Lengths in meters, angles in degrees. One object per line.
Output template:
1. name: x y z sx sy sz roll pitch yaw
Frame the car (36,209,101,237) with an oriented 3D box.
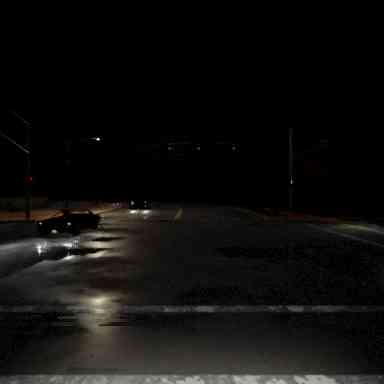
1. car: -6.663 1.617 18.449 1.895 1.301 4.718 0 0 2

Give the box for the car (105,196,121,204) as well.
1. car: -16.010 1.560 67.409 1.812 1.442 4.674 0 0 -38

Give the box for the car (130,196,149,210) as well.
1. car: -6.750 1.382 43.449 2.097 1.767 4.553 0 0 -3
